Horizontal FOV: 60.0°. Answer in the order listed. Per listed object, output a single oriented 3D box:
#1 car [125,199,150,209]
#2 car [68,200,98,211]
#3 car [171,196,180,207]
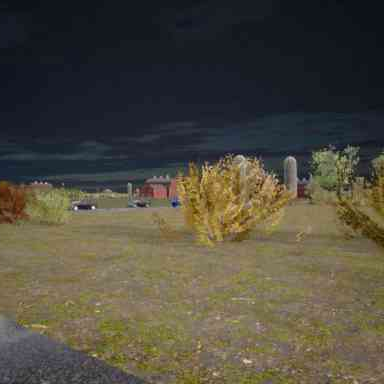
[{"bbox_3d":[-9.146,2.009,56.314,1.837,1.490,4.892,-1,-1,36],"label":"car"},{"bbox_3d":[-15.726,1.885,47.200,1.837,1.490,4.892,-1,-1,36],"label":"car"},{"bbox_3d":[-1.455,1.753,60.813,2.150,2.045,5.566,-1,-1,36],"label":"car"}]
